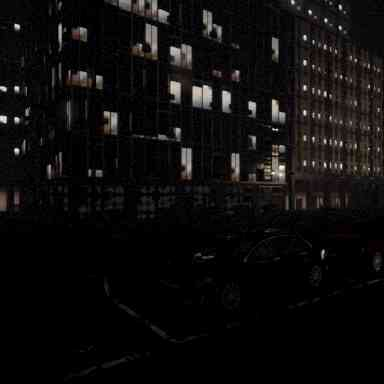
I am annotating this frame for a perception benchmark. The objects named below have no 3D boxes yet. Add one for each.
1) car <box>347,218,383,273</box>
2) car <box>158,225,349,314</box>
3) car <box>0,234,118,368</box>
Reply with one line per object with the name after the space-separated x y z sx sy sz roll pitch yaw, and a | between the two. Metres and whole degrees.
5.838 1.546 10.724 4.507 1.381 1.887 0 0 -35 | car
1.333 1.551 7.511 4.403 1.369 2.008 0 0 -35 | car
-3.170 1.440 4.300 4.097 1.590 1.967 0 0 -35 | car
